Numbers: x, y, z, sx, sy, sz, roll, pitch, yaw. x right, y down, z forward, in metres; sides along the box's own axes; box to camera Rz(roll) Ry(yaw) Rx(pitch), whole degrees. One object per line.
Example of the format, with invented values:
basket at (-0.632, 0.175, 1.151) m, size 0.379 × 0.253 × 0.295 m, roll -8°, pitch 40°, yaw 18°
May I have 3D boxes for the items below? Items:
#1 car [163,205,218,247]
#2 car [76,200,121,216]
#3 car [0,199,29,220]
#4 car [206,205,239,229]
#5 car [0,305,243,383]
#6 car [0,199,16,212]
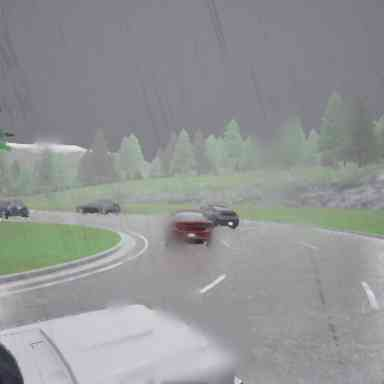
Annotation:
car at (-0.276, 1.536, 15.322) m, size 1.882 × 1.535 × 5.008 m, roll 1°, pitch 0°, yaw -6°
car at (-9.528, 1.606, 33.835) m, size 4.902 × 1.511 × 2.128 m, roll 0°, pitch 0°, yaw 25°
car at (-16.737, 1.441, 29.581) m, size 4.553 × 1.767 × 2.097 m, roll 0°, pitch 0°, yaw 27°
car at (1.117, 1.589, 21.596) m, size 1.837 × 1.490 × 4.892 m, roll 2°, pitch -1°, yaw -28°
car at (-1.866, 1.607, 2.257) m, size 4.718 × 1.301 × 1.895 m, roll 0°, pitch 0°, yaw -36°
car at (-24.868, 1.672, 42.172) m, size 5.357 × 1.411 × 2.033 m, roll 0°, pitch 0°, yaw 33°
